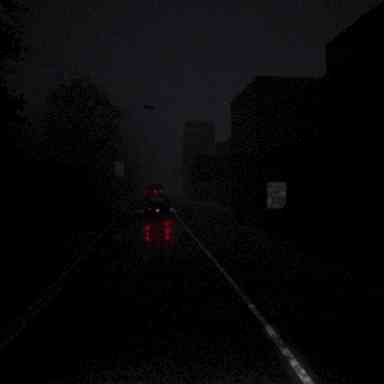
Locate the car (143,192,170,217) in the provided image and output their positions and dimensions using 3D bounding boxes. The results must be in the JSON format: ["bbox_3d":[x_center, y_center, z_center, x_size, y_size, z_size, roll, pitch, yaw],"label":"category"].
[{"bbox_3d":[-2.603,0.972,24.683,1.812,1.442,4.674,0,2,-7],"label":"car"}]

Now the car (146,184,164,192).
[{"bbox_3d":[-4.762,-0.055,42.815,2.150,2.045,5.566,0,3,-6],"label":"car"}]
